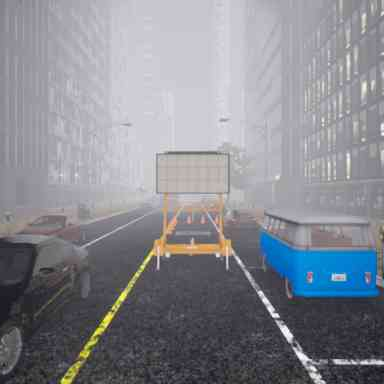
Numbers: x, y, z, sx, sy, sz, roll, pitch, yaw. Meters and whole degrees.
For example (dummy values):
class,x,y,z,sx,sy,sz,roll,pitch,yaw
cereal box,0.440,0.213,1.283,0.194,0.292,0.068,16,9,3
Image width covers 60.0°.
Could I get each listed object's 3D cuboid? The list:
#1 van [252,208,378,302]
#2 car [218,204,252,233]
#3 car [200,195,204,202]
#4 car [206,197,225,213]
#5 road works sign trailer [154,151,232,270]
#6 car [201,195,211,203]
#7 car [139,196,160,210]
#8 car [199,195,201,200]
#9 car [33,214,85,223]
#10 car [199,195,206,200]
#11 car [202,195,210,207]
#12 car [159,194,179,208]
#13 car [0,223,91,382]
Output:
class,x,y,z,sx,sy,sz,roll,pitch,yaw
van,2.709,1.340,7.976,1.690,1.788,3.998,0,0,0
car,2.740,1.580,19.360,1.802,1.307,4.206,0,0,0
car,2.832,1.534,53.515,2.008,1.369,4.403,0,0,0
car,2.786,1.578,36.438,1.802,1.307,4.206,0,0,0
road works sign trailer,0.027,0.463,11.002,2.380,3.560,2.880,0,0,0
car,2.878,1.396,70.592,1.967,1.590,4.097,0,0,0
car,-5.580,1.545,42.156,2.008,1.369,4.403,0,0,0
car,2.863,1.405,64.900,1.967,1.590,4.097,0,0,0
car,-5.656,1.580,13.693,1.802,1.307,4.206,0,0,0
car,2.939,1.455,93.362,1.887,1.381,4.507,0,0,0
car,2.817,1.540,47.822,2.008,1.369,4.403,0,0,0
car,-2.973,1.208,47.275,2.150,2.045,5.566,0,0,0
car,-3.087,1.525,5.560,1.812,1.442,4.674,0,0,0
